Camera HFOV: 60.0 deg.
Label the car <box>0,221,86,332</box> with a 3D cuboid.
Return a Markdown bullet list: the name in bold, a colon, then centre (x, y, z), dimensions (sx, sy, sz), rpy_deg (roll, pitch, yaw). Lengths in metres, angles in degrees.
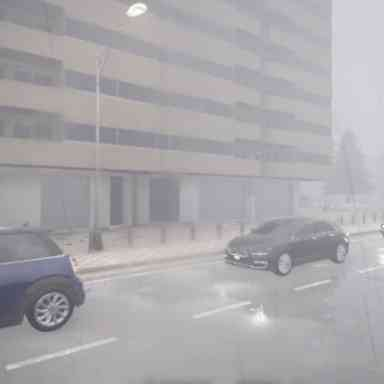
- **car**: centre (-4.171, 1.380, 5.280), dimensions (4.553, 1.767, 2.097), rpy_deg (0, 0, -36)

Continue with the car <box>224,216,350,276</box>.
- **car**: centre (3.204, 1.587, 10.712), dimensions (4.892, 1.490, 1.837), rpy_deg (0, 0, -37)

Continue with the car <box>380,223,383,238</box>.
- **car**: centre (11.413, 1.742, 16.757), dimensions (4.718, 1.301, 1.895), rpy_deg (0, -1, -36)
